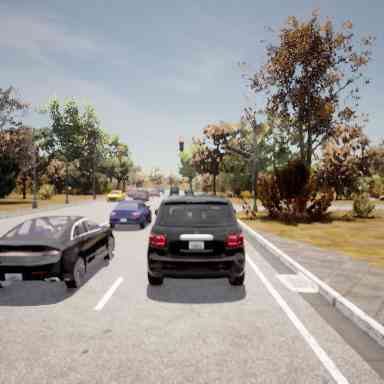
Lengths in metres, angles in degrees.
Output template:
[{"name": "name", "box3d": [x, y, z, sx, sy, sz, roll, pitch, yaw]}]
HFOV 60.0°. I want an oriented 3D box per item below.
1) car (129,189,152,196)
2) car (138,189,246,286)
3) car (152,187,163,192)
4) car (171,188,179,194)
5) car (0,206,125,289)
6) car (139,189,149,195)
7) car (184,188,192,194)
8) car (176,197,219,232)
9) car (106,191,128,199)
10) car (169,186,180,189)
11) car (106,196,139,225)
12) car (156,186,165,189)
[{"name": "car", "box3d": [-7.076, 0.667, 46.174, 1.994, 1.385, 4.181, 0, 1, -1]}, {"name": "car", "box3d": [0.098, 1.079, 9.178, 2.150, 2.045, 5.566, 0, 1, 0]}, {"name": "car", "box3d": [-7.216, 0.275, 63.623, 1.812, 1.442, 4.674, 0, 1, -1]}, {"name": "car", "box3d": [-4.509, -0.292, 86.974, 2.128, 1.511, 4.902, 0, 1, -3]}, {"name": "car", "box3d": [-3.398, 1.358, 8.775, 2.128, 1.511, 4.902, 0, 1, 0]}, {"name": "car", "box3d": [-11.023, 0.032, 76.731, 1.994, 1.385, 4.181, 0, 1, -2]}, {"name": "car", "box3d": [-1.015, -0.270, 87.172, 1.994, 1.385, 4.181, 0, 1, -3]}, {"name": "car", "box3d": [0.143, 1.151, 18.906, 2.128, 1.511, 4.902, 0, 1, -3]}, {"name": "car", "box3d": [-10.608, 0.575, 46.525, 1.882, 1.535, 5.008, 0, 1, -2]}, {"name": "car", "box3d": [-4.014, -0.300, 76.545, 2.150, 2.045, 5.566, 0, 1, -2]}, {"name": "car", "box3d": [-3.393, 1.188, 18.779, 1.812, 1.442, 4.674, 0, 1, 0]}, {"name": "car", "box3d": [-7.617, -0.454, 79.075, 2.150, 2.045, 5.566, 0, 1, -2]}]
